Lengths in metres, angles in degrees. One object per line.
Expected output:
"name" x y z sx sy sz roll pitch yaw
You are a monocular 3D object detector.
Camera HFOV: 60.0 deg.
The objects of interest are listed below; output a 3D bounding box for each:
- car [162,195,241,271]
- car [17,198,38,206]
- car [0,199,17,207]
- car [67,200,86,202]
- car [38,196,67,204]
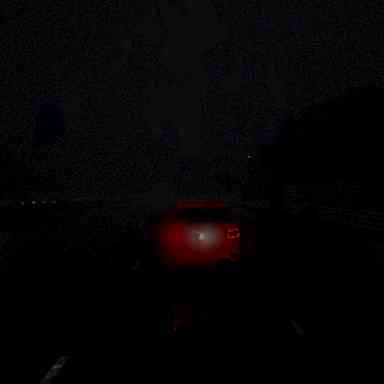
"car" 0.188 1.270 11.259 2.150 2.045 5.566 0 0 -3
"car" -24.570 1.708 51.672 2.097 1.767 4.553 0 -1 0
"car" -28.062 1.832 51.487 1.882 1.535 5.008 0 -1 0
"car" -17.575 1.929 52.619 1.994 1.385 4.181 0 -1 0
"car" -21.077 1.575 51.467 2.150 2.045 5.566 0 -1 0
